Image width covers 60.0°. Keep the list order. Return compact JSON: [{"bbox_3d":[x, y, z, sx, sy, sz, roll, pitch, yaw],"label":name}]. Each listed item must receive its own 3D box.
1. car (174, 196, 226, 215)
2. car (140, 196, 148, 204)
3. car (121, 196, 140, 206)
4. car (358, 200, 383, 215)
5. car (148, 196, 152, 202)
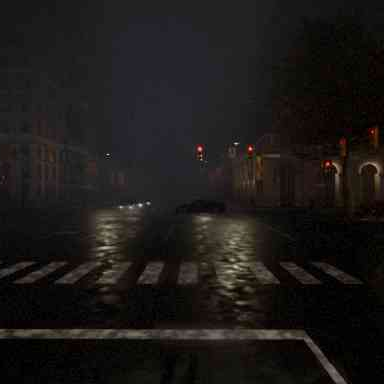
[{"bbox_3d":[0.823,1.477,32.944,5.008,1.535,1.882,0,0,0],"label":"car"},{"bbox_3d":[-10.332,1.599,64.776,1.895,1.301,4.718,0,0,1],"label":"car"},{"bbox_3d":[-10.408,1.476,55.152,1.882,1.535,5.008,0,0,1],"label":"car"},{"bbox_3d":[19.045,1.477,32.792,5.008,1.535,1.882,0,0,0],"label":"car"},{"bbox_3d":[-10.160,1.594,74.937,1.895,1.301,4.718,0,0,1],"label":"car"}]
